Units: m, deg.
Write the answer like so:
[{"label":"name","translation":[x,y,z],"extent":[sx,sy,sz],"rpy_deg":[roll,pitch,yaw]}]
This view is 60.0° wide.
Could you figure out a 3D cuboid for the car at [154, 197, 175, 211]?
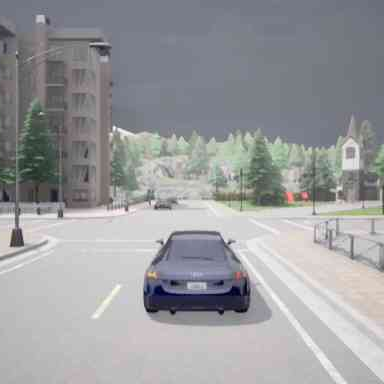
[{"label":"car","translation":[-3.516,1.535,40.987],"extent":[1.994,1.385,4.181],"rpy_deg":[0,0,0]}]

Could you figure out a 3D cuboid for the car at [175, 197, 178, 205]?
[{"label":"car","translation":[-3.447,1.507,57.906],"extent":[2.033,1.411,5.357],"rpy_deg":[0,0,1]}]

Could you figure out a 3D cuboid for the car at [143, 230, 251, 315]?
[{"label":"car","translation":[0.088,1.558,7.640],"extent":[1.994,1.385,4.181],"rpy_deg":[0,0,0]}]
